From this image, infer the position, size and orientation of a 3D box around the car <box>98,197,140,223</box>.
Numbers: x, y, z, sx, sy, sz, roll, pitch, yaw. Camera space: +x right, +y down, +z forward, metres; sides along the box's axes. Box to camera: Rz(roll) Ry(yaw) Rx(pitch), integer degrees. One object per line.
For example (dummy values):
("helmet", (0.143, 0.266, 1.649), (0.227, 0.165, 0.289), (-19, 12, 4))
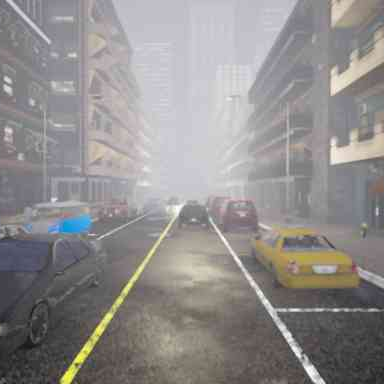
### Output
("car", (-5.693, 1.318, 25.683), (2.192, 1.841, 5.009), (-1, 0, 0))

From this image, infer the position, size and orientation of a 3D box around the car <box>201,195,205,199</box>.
("car", (2.678, 1.321, 42.461), (2.192, 1.841, 5.009), (-1, 0, 0))

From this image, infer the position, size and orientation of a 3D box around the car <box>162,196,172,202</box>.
("car", (-5.699, 1.564, 76.101), (2.008, 1.369, 4.403), (-1, 0, 0))

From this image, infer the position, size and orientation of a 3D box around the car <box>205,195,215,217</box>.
("car", (2.677, 1.319, 31.257), (2.192, 1.841, 5.009), (-1, 0, 0))

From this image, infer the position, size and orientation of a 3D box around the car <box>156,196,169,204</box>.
("car", (-5.699, 1.561, 64.898), (2.008, 1.369, 4.403), (-1, 0, 0))

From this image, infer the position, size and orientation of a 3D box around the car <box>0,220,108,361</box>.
("car", (-3.101, 1.548, 6.477), (2.033, 1.411, 5.357), (0, 0, 0))

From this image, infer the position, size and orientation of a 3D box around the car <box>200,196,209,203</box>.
("car", (2.681, 1.537, 70.641), (1.752, 1.417, 4.829), (-1, 0, 0))

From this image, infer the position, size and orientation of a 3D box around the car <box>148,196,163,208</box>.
("car", (-5.699, 1.589, 48.091), (1.802, 1.307, 4.206), (-1, 0, 0))

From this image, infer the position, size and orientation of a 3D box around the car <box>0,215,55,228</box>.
("car", (-5.667, 1.552, 8.877), (2.008, 1.369, 4.403), (-1, 0, 0))

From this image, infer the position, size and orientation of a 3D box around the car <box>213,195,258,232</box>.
("car", (2.677, 1.317, 20.052), (2.192, 1.841, 5.009), (-1, 0, 0))

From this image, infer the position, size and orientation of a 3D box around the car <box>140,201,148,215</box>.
("car", (-5.707, 1.555, 31.285), (2.008, 1.369, 4.403), (-1, 0, 0))

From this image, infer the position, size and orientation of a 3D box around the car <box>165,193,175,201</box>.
("car", (-5.702, 1.331, 87.306), (2.192, 1.841, 5.009), (-1, 0, 0))

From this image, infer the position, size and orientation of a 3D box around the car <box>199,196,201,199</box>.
("car", (0.102, 1.570, 43.893), (1.994, 1.385, 4.181), (0, 0, 0))

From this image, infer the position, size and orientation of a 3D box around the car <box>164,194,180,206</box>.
("car", (-3.003, 1.525, 53.500), (1.837, 1.490, 4.892), (0, 0, 0))

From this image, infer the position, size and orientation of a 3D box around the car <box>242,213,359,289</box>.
("car", (2.680, 1.526, 9.018), (1.752, 1.417, 4.829), (-1, 0, 0))

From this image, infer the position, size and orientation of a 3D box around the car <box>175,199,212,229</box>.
("car", (0.101, 1.480, 21.928), (1.882, 1.535, 5.008), (0, 0, 0))

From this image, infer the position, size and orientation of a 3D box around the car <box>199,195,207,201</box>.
("car", (2.679, 1.454, 81.675), (1.967, 1.590, 4.097), (-1, 0, 0))

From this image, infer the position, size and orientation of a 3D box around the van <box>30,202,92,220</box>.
("van", (-5.670, 1.343, 14.479), (1.690, 1.788, 3.998), (-1, 0, 0))

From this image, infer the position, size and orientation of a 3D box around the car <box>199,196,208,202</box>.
("car", (2.681, 1.579, 76.073), (1.947, 1.339, 4.313), (-1, 0, 0))
